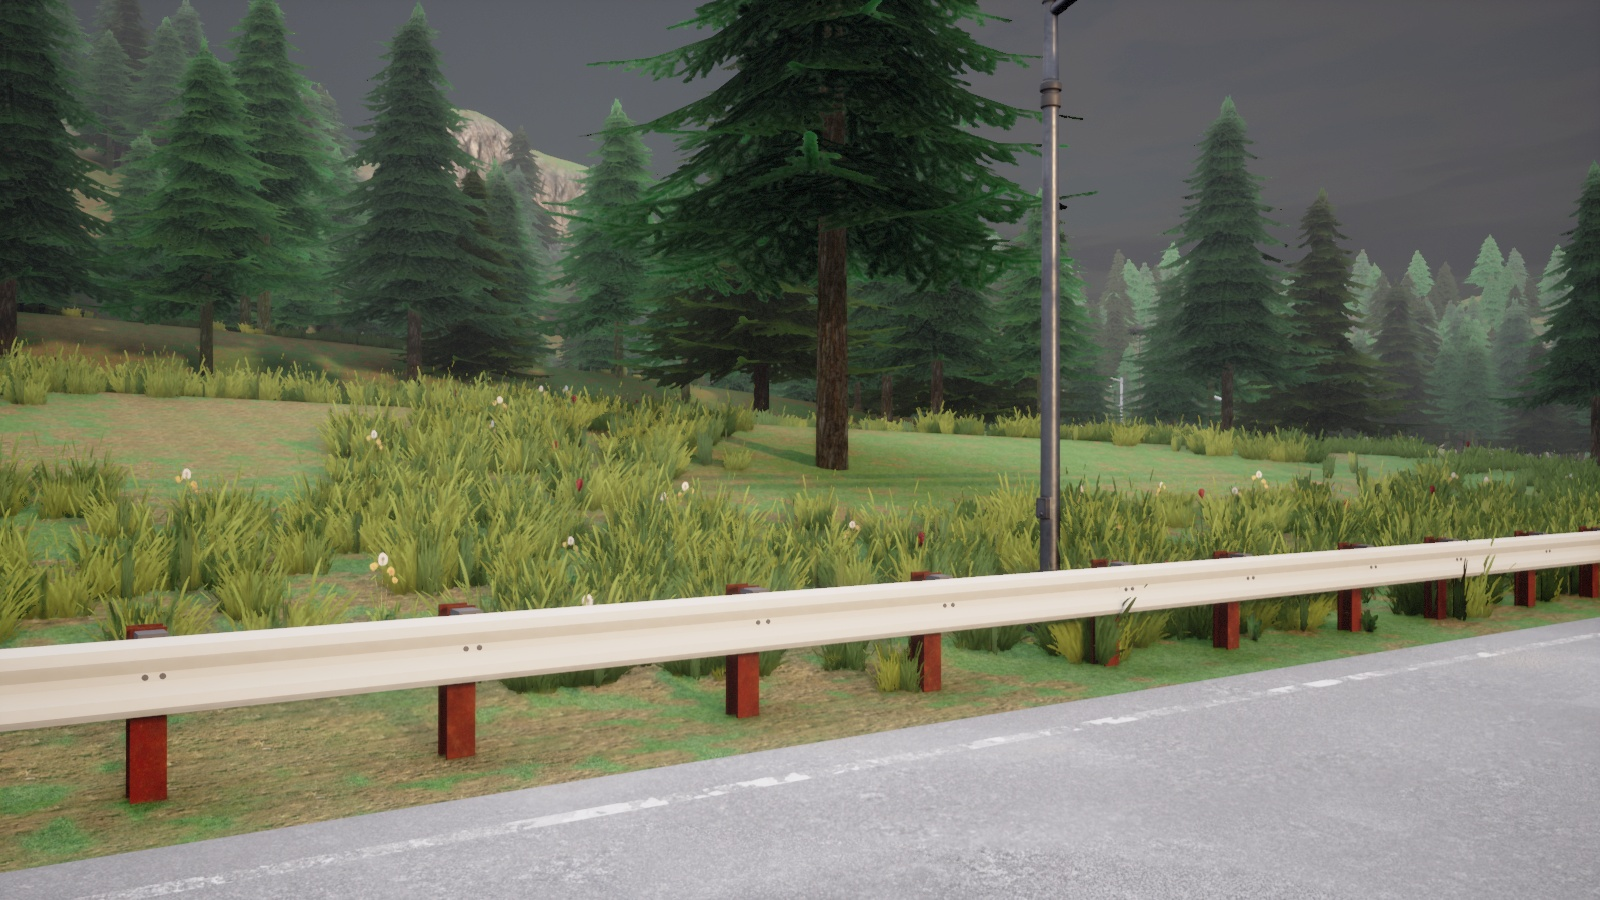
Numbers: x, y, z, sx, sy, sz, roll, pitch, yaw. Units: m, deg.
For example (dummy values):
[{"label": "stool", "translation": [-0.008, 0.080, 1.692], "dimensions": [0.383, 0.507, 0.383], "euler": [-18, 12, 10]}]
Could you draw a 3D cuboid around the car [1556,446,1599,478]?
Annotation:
[{"label": "car", "translation": [44.556, 0.640, 69.174], "dimensions": [2.097, 1.767, 4.553], "euler": [0, 0, -36]}]
